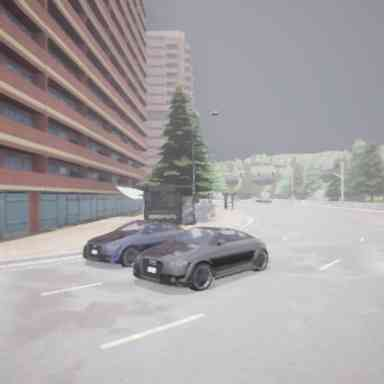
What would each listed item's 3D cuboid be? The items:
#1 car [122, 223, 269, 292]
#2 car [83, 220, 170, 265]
[{"bbox_3d":[0.415,1.693,9.459,1.994,1.385,4.181,-1,-1,44],"label":"car"},{"bbox_3d":[-1.778,1.752,12.157,1.994,1.385,4.181,-1,-1,43],"label":"car"}]
